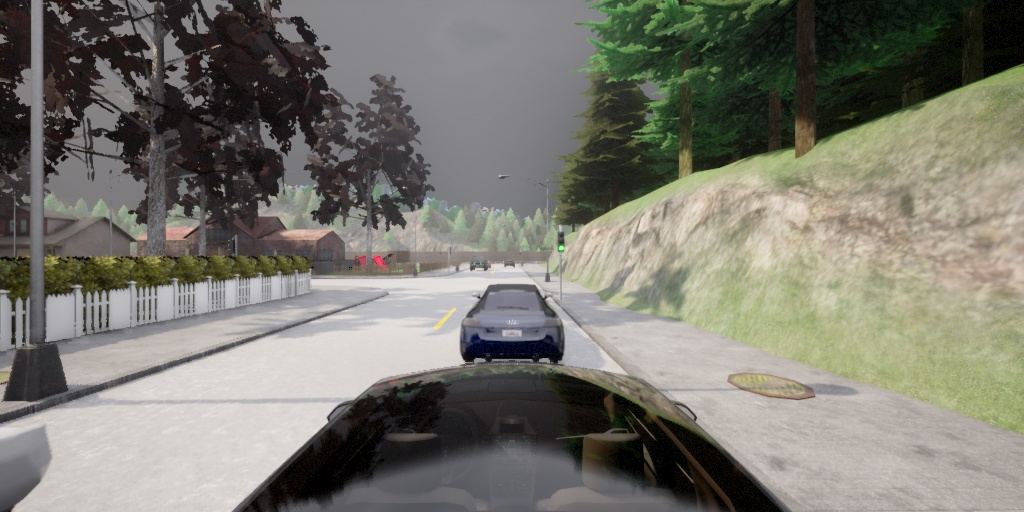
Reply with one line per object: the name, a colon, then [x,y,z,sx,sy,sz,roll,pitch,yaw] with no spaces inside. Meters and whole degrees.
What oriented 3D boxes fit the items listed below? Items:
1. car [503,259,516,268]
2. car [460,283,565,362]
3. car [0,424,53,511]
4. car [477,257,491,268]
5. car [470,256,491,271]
car: [-0.425,1.253,62.977,1.837,1.490,4.892,0,0,0]
car: [0.008,1.314,8.247,1.994,1.385,4.181,0,0,0]
car: [-4.072,1.351,0.159,1.895,1.301,4.718,0,0,0]
car: [-4.572,1.100,59.291,2.097,1.767,4.553,0,0,0]
car: [-4.507,0.971,49.463,2.150,2.045,5.566,0,0,0]
